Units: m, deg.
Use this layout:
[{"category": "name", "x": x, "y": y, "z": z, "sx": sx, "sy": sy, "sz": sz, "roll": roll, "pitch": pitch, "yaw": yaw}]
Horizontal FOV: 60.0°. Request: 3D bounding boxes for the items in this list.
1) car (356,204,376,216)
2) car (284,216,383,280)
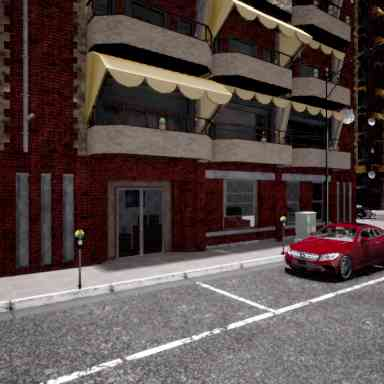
[{"category": "car", "x": 15.520, "y": 1.806, "z": 32.910, "sx": 2.128, "sy": 1.511, "sz": 4.902, "roll": 0, "pitch": -1, "yaw": -36}, {"category": "car", "x": 4.569, "y": 1.582, "z": 9.867, "sx": 4.206, "sy": 1.307, "sz": 1.802, "roll": 0, "pitch": 0, "yaw": -35}]
